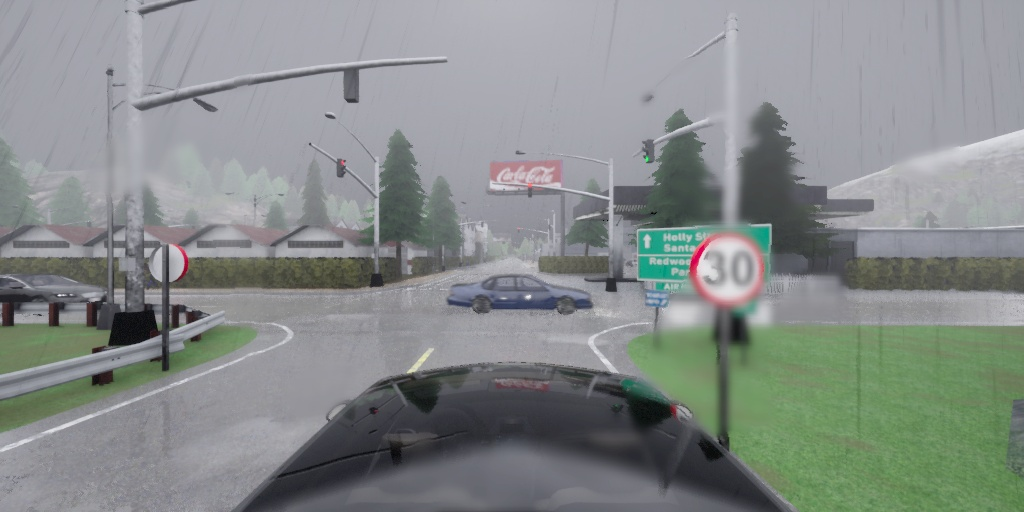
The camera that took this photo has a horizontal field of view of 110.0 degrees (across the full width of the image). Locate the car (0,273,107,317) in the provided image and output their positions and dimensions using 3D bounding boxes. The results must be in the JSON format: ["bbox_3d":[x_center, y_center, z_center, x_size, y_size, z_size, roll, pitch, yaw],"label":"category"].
[{"bbox_3d":[-18.487,1.434,13.814,4.902,1.511,2.128,0,0,1],"label":"car"}]

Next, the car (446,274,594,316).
[{"bbox_3d":[0.272,1.398,13.568,5.357,1.411,2.033,1,0,1],"label":"car"}]

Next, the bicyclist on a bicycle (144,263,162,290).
[{"bbox_3d":[-21.672,1.244,21.339,0.582,1.620,1.656,0,0,1],"label":"bicyclist on a bicycle"}]
